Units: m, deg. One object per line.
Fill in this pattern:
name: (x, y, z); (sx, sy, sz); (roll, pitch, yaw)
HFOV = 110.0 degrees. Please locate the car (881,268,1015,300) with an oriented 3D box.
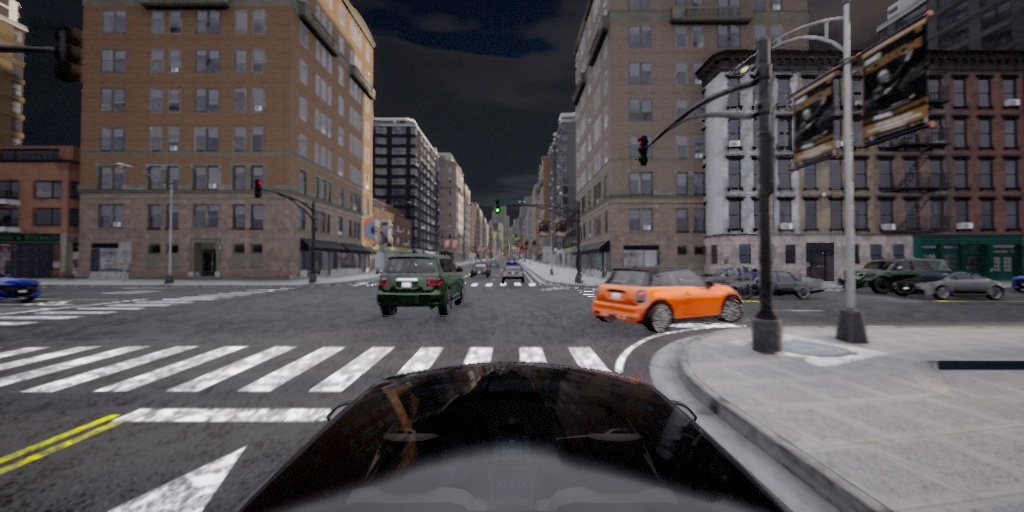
car: (22.179, 1.469, 18.403); (4.181, 1.385, 1.994); (0, -1, 0)

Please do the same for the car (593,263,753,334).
car: (4.671, 1.094, 10.636); (4.553, 1.767, 2.097); (0, -1, -28)

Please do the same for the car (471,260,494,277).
car: (-3.146, 1.390, 36.793); (1.812, 1.442, 4.674); (0, 0, 0)

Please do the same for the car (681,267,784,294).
car: (13.171, 1.423, 21.637); (4.902, 1.511, 2.128); (0, -1, 0)

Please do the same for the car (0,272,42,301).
car: (-22.706, 1.181, 14.816); (5.008, 1.535, 1.882); (0, -1, 0)

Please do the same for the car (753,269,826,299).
car: (12.940, 1.426, 18.407); (5.357, 1.411, 2.033); (0, -1, -4)

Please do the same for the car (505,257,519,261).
car: (0.006, 1.164, 64.419); (2.150, 2.045, 5.566); (0, 0, 0)

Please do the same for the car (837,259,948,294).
car: (23.036, 1.182, 21.659); (5.566, 2.045, 2.150); (0, -1, 0)

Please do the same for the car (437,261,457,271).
car: (-9.745, 1.463, 54.204); (2.033, 1.411, 5.357); (0, 0, 0)

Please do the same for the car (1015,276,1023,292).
car: (33.474, 1.468, 21.670); (5.008, 1.535, 1.882); (0, -1, 0)

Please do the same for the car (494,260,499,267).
car: (-3.241, 1.434, 64.305); (2.128, 1.511, 4.902); (0, 0, 0)

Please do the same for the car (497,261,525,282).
car: (0.097, 1.387, 29.872); (2.033, 1.411, 5.357); (0, 0, 0)

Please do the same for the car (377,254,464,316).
car: (-3.143, 0.980, 13.353); (2.150, 2.045, 5.566); (0, -1, 0)
